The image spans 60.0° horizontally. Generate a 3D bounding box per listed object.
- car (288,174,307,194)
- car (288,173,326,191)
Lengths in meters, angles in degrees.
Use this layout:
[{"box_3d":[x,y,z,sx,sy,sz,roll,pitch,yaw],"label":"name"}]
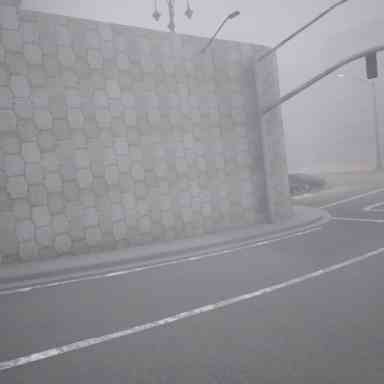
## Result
[{"box_3d":[6.663,-0.399,28.539,2.033,1.411,5.357,-10,6,-35],"label":"car"},{"box_3d":[9.701,-0.952,30.223,1.837,1.490,4.892,-10,6,-35],"label":"car"}]
